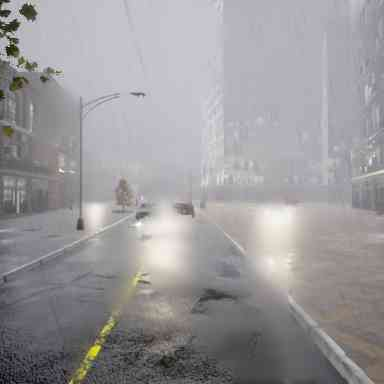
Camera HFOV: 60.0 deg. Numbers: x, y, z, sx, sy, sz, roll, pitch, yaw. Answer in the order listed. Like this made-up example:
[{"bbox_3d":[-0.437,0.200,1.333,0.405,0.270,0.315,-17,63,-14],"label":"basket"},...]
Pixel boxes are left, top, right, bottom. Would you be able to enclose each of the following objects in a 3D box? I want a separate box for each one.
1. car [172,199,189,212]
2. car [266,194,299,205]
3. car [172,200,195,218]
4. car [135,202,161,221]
[{"bbox_3d":[-1.491,1.607,40.679,1.895,1.301,4.718,0,0,-4],"label":"car"},{"bbox_3d":[13.956,1.201,51.535,5.009,1.841,2.192,0,-1,15],"label":"car"},{"bbox_3d":[-0.810,1.482,30.803,1.882,1.535,5.008,0,0,-3],"label":"car"},{"bbox_3d":[-3.567,1.549,27.756,2.033,1.411,5.357,0,0,-3],"label":"car"}]
